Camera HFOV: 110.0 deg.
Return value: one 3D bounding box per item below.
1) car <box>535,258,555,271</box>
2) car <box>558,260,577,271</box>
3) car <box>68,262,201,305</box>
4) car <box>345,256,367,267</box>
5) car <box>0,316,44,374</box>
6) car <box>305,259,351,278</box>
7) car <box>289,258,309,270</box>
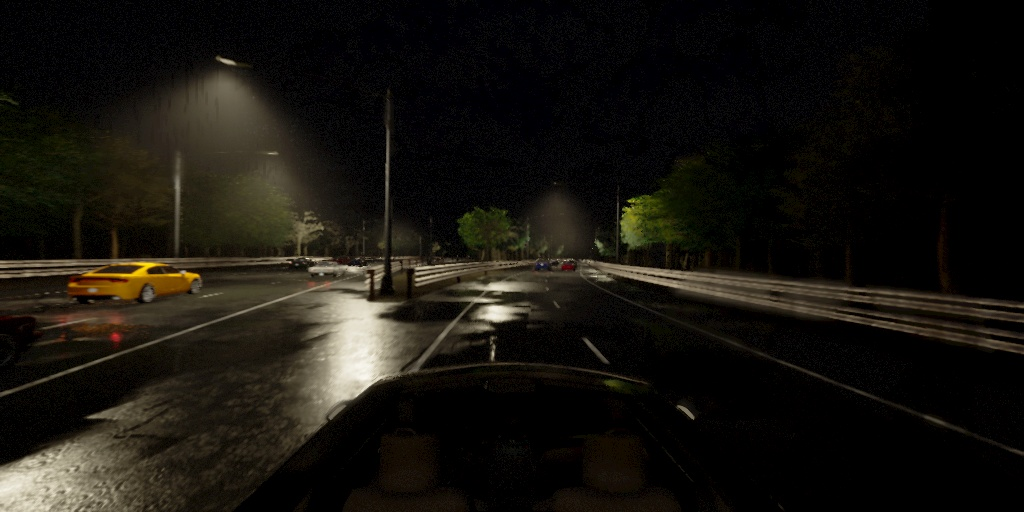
[{"bbox_3d":[4.527,1.210,51.615,2.097,1.767,4.553,1,0,11],"label":"car"},{"bbox_3d":[8.146,1.474,51.907,1.994,1.385,4.181,1,0,11],"label":"car"},{"bbox_3d":[-15.045,1.012,14.733,1.882,1.535,5.008,1,0,-15],"label":"car"},{"bbox_3d":[-23.787,0.980,55.382,1.994,1.385,4.181,1,0,-9],"label":"car"},{"bbox_3d":[-8.533,1.234,3.971,1.895,1.301,4.718,1,0,-16],"label":"car"},{"bbox_3d":[-15.370,1.138,30.214,1.895,1.301,4.718,1,0,-13],"label":"car"},{"bbox_3d":[-25.160,0.942,43.327,1.994,1.385,4.181,1,0,-11],"label":"car"}]
